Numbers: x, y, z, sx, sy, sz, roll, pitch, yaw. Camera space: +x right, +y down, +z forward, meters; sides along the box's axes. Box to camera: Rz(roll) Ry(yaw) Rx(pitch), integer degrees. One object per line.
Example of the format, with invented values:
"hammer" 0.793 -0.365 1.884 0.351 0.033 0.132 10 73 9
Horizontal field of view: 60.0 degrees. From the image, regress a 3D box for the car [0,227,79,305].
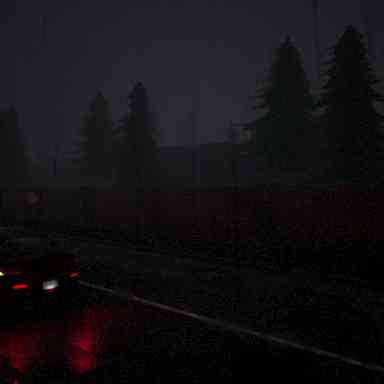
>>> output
"car" -4.387 1.509 7.459 4.674 1.442 1.812 0 0 38
